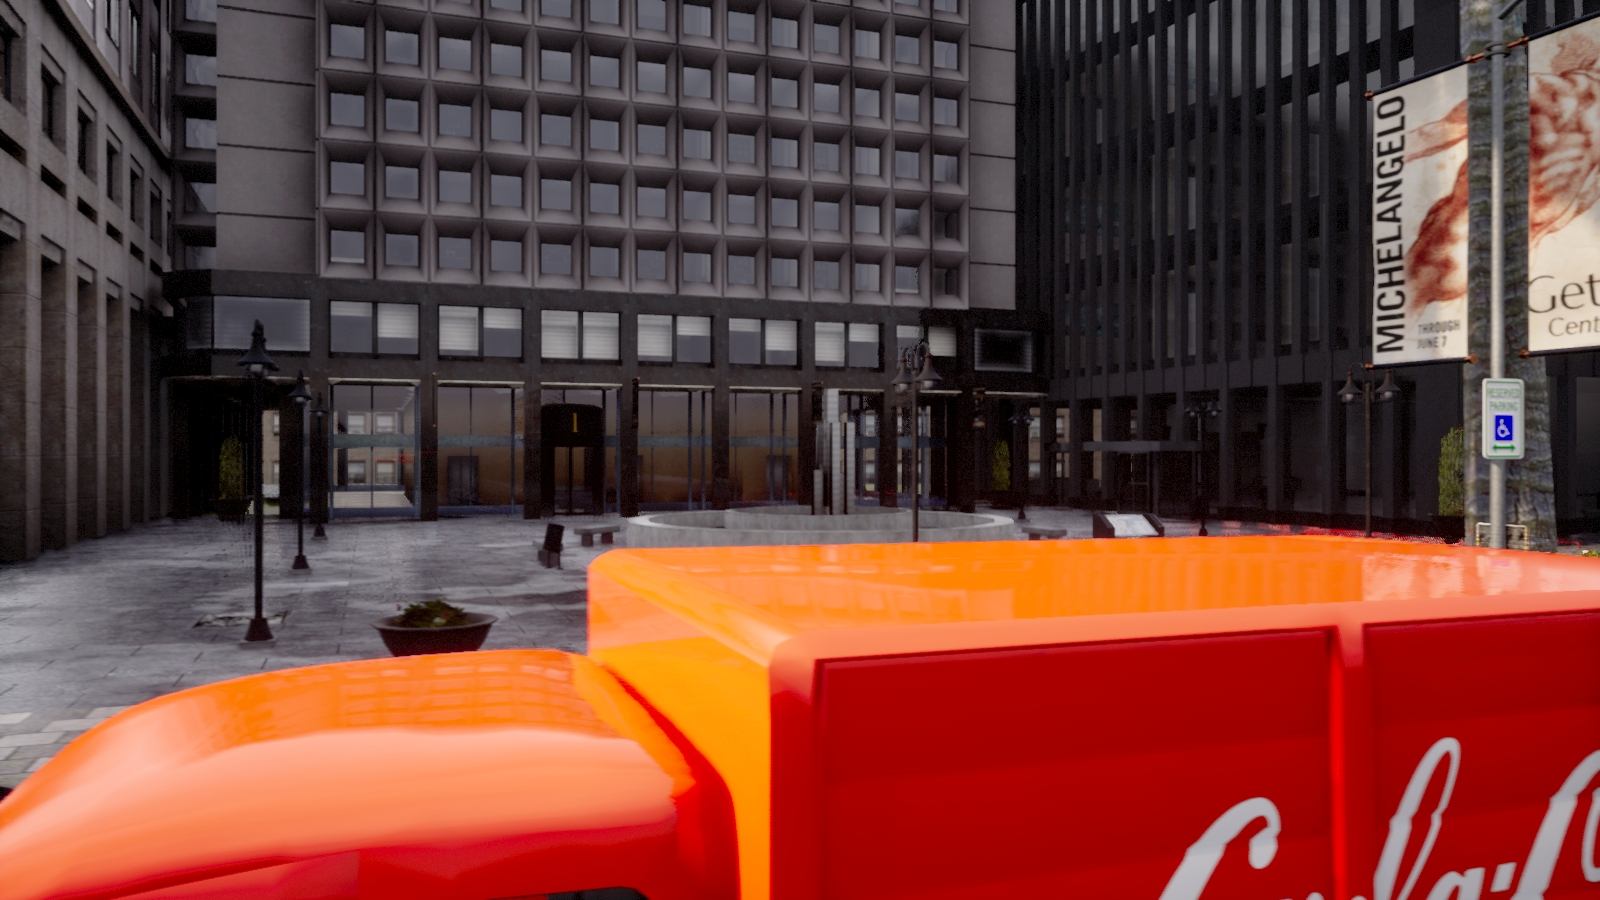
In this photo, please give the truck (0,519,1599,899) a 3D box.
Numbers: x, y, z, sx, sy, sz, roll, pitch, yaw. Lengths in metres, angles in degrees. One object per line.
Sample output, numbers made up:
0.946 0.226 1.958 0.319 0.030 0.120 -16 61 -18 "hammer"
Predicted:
0.332 1.569 3.420 5.204 2.467 2.627 0 0 -20 "truck"
